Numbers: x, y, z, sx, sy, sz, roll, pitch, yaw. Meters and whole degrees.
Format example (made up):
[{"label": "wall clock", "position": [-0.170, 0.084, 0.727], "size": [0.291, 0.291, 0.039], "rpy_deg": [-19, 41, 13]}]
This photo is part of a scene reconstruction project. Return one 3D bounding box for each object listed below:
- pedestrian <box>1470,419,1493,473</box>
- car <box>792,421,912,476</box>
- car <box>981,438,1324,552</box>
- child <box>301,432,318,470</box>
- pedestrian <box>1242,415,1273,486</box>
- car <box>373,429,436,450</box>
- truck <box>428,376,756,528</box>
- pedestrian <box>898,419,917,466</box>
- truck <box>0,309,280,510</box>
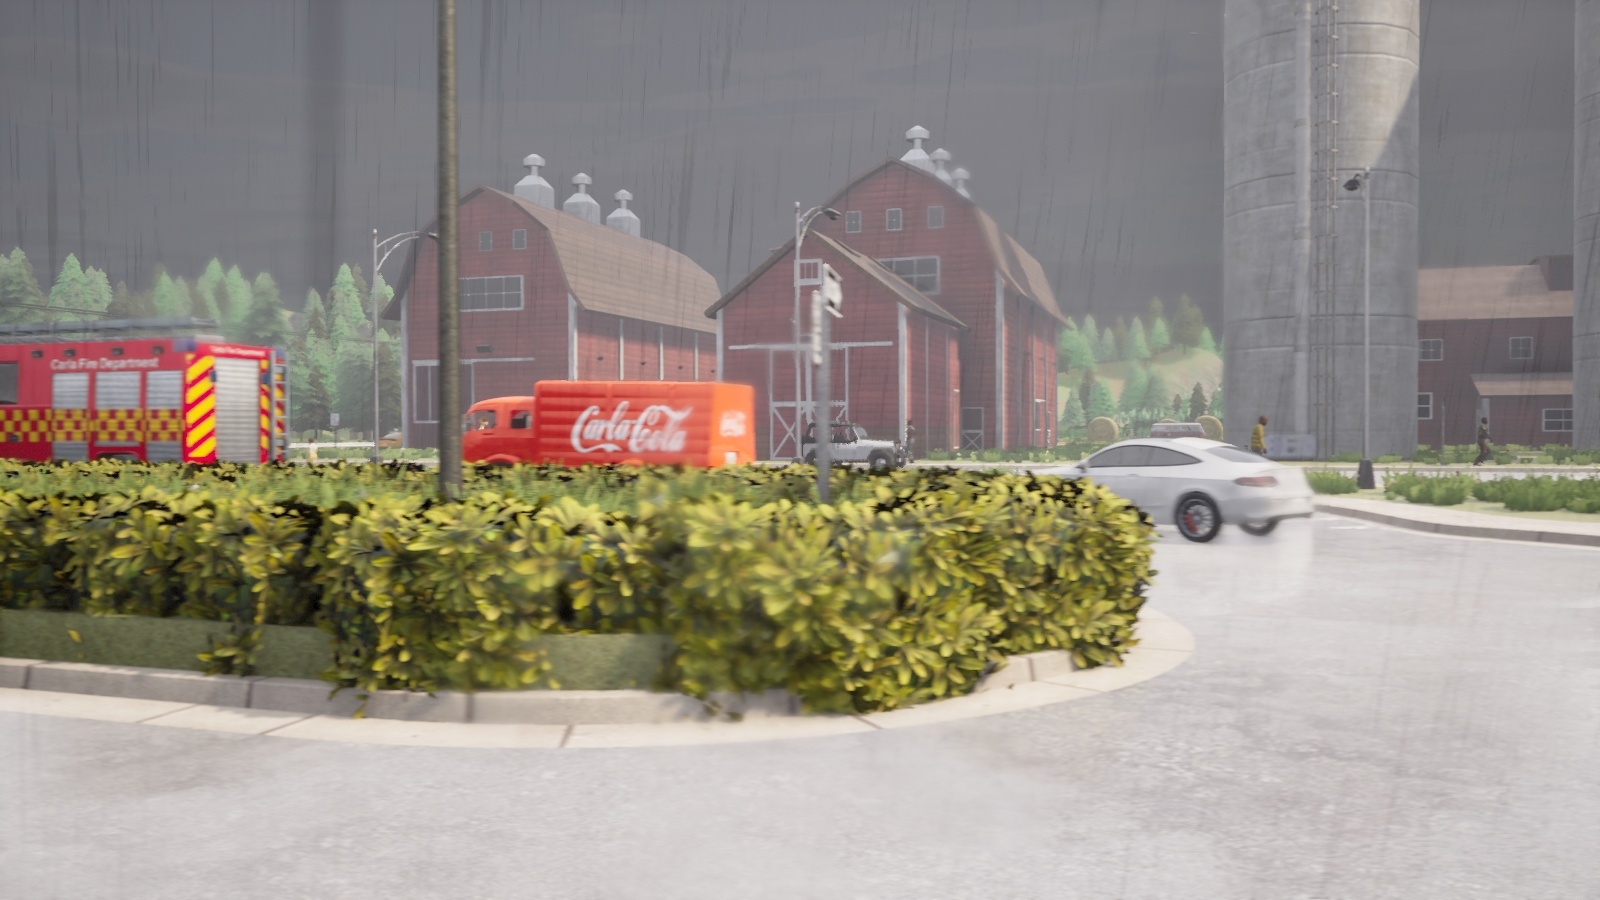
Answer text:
[{"label": "pedestrian", "position": [24.594, -0.151, 45.309], "size": [0.692, 1.930, 0.395], "rpy_deg": [1, 1, 23]}, {"label": "car", "position": [1.868, -0.084, 44.538], "size": [3.866, 1.878, 1.905], "rpy_deg": [1, 1, 18]}, {"label": "car", "position": [5.117, 0.571, 18.763], "size": [1.812, 1.442, 4.674], "rpy_deg": [-1, 1, -42]}, {"label": "child", "position": [-16.300, 0.033, 41.711], "size": [0.437, 1.263, 0.270], "rpy_deg": [1, 1, 18]}, {"label": "pedestrian", "position": [11.827, 0.006, 32.472], "size": [0.726, 1.835, 0.370], "rpy_deg": [0, 1, 17]}, {"label": "car", "position": [-29.444, -0.805, 93.578], "size": [1.882, 1.535, 5.008], "rpy_deg": [1, 1, 19]}, {"label": "truck", "position": [-3.705, -0.026, 22.740], "size": [5.204, 2.467, 2.627], "rpy_deg": [1, 1, 18]}, {"label": "pedestrian", "position": [4.442, -0.332, 51.838], "size": [0.666, 1.930, 0.402], "rpy_deg": [1, 1, 36]}, {"label": "truck", "position": [-15.512, -0.823, 26.618], "size": [8.468, 3.827, 2.891], "rpy_deg": [1, 1, 18]}]
